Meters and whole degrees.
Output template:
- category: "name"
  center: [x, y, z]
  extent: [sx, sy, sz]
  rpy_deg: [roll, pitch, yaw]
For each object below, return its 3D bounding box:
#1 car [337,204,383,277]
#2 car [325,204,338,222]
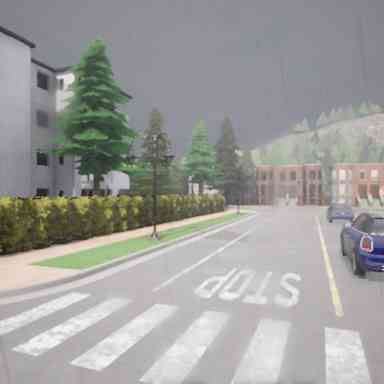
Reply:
- category: "car"
  center: [5.863, 1.383, 10.147]
  extent: [2.097, 1.767, 4.553]
  rpy_deg: [0, 0, 19]
- category: "car"
  center: [11.828, 1.643, 26.691]
  extent: [2.033, 1.411, 5.357]
  rpy_deg: [0, 0, 19]
